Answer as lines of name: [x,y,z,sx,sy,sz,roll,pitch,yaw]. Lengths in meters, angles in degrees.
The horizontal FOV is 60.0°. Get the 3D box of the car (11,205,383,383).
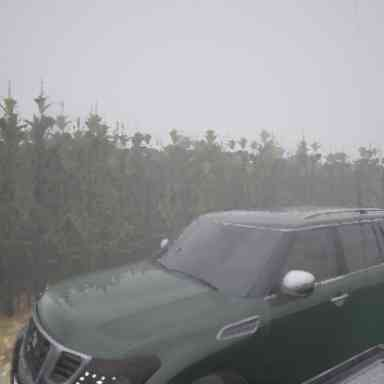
car: [0.932,1.223,4.141,5.566,2.045,2.150,1,0,-34]
